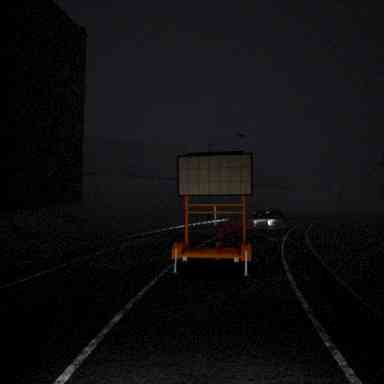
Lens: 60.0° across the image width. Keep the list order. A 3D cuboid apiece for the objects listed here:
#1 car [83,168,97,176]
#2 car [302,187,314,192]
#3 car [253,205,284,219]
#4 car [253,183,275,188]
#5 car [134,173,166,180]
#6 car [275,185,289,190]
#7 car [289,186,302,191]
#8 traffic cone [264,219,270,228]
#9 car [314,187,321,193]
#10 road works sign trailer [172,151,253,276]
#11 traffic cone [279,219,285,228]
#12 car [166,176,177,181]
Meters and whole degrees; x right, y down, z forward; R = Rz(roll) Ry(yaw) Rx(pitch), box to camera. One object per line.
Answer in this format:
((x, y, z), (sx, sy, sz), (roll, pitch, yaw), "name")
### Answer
((-16.696, -2.866, 50.422), (4.553, 1.767, 2.185), (2, -5, -33), "car")
((27.674, -0.391, 83.354), (4.553, 1.767, 2.185), (4, -6, -42), "car")
((8.015, 2.039, 34.441), (1.812, 1.442, 4.674), (-3, -3, 36), "car")
((15.080, -1.091, 72.600), (4.792, 1.488, 2.163), (3, -6, -38), "car")
((-7.543, -2.347, 56.396), (4.892, 1.521, 2.231), (2, -5, -33), "car")
((19.352, -0.811, 76.084), (4.674, 1.452, 2.002), (4, -6, -39), "car")
((23.473, -0.576, 79.599), (4.892, 1.521, 2.231), (4, -6, -40), "car")
((5.127, 2.159, 22.807), (0.340, 0.580, 0.340), (-2, -1, 17), "traffic cone")
((31.787, -0.179, 87.166), (5.566, 2.045, 2.435), (5, -6, -43), "car")
((0.756, 0.525, 10.657), (2.380, 3.560, 2.880), (-1, -1, 12), "road works sign trailer")
((6.083, 2.130, 22.523), (0.340, 0.580, 0.340), (-2, -1, 17), "traffic cone")
((-2.930, -2.136, 59.420), (4.892, 1.521, 2.231), (3, -5, -33), "car")
